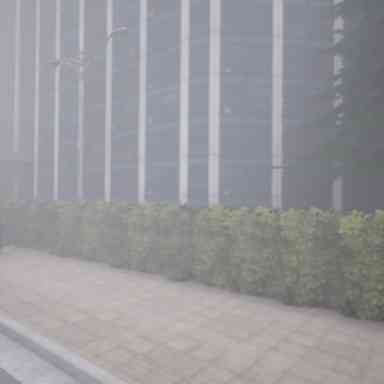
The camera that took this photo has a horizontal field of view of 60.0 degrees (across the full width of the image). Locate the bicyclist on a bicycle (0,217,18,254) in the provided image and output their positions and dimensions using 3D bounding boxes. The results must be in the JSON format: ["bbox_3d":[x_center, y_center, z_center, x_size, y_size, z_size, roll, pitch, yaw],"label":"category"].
[{"bbox_3d":[-6.681,1.354,11.138,0.582,1.620,1.656,0,0,39],"label":"bicyclist on a bicycle"}]
